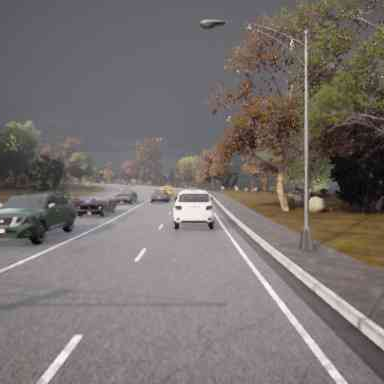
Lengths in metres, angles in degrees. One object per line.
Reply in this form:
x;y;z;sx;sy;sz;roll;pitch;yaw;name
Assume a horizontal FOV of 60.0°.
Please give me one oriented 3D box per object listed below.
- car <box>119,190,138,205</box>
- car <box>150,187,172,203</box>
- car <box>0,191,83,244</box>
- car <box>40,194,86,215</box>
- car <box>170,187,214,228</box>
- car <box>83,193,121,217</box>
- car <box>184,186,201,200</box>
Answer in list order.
-6.992;0.514;35.702;2.033;1.411;5.357;0;3;0;car
-3.492;0.461;37.143;1.994;1.385;4.181;0;3;0;car
-7.087;1.024;15.087;2.150;2.045;5.566;0;1;0;car
-10.504;0.961;27.504;1.895;1.301;4.718;0;3;0;car
0.104;0.891;19.668;2.150;2.045;5.566;0;2;0;car
-7.035;1.069;25.019;1.895;1.301;4.718;0;2;1;car
-0.002;0.101;43.147;2.128;1.511;4.902;0;3;-1;car
